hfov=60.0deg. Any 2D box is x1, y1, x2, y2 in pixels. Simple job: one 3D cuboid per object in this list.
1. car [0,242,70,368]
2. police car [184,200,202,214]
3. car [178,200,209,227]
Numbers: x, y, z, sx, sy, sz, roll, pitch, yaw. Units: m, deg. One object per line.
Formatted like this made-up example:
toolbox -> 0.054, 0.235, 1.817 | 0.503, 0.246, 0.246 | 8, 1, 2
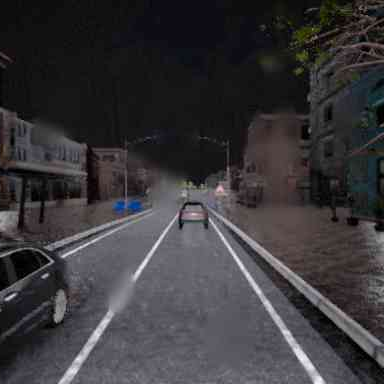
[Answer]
car -> -3.099, 1.503, 4.155 | 1.837, 1.490, 4.892 | 0, 0, 0
police car -> 0.099, 1.734, 40.336 | 2.038, 1.542, 4.974 | 0, 0, 0
car -> 0.100, 1.442, 22.528 | 2.033, 1.649, 4.856 | 0, 0, 0
